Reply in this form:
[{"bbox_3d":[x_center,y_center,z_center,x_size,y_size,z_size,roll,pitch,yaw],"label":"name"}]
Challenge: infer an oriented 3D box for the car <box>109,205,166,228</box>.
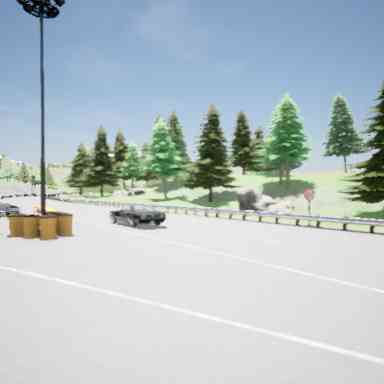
[{"bbox_3d":[-3.622,1.467,21.227,1.895,1.301,4.718,-1,1,-36],"label":"car"}]
